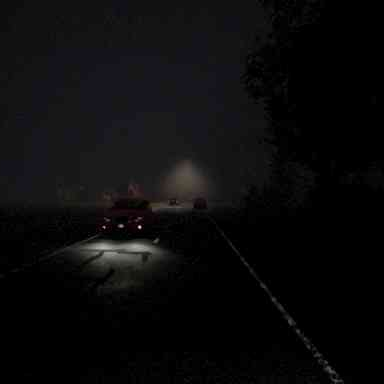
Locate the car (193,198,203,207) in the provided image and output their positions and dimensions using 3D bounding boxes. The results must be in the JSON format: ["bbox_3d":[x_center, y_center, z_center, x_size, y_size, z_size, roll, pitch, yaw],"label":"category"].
[{"bbox_3d":[1.135,1.921,62.638,1.882,1.535,5.008,0,0,0],"label":"car"}]

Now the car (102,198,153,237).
[{"bbox_3d":[-3.574,1.377,19.550,2.150,2.045,5.566,0,0,0],"label":"car"}]

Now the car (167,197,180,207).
[{"bbox_3d":[-3.447,1.795,62.565,2.097,1.767,4.553,0,0,1],"label":"car"}]

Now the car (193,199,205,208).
[{"bbox_3d":[1.126,1.915,56.636,1.837,1.490,4.892,0,0,0],"label":"car"}]

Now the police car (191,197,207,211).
[{"bbox_3d":[1.113,1.774,46.745,1.930,1.638,5.238,0,0,0],"label":"police car"}]

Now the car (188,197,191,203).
[{"bbox_3d":[0.109,1.917,81.006,2.128,1.511,4.902,0,0,0],"label":"car"}]
